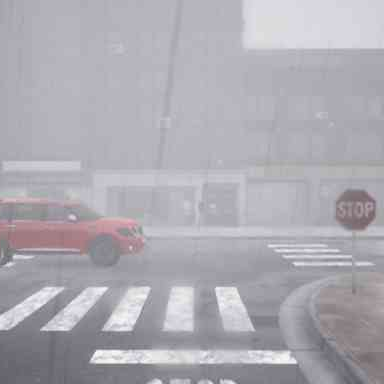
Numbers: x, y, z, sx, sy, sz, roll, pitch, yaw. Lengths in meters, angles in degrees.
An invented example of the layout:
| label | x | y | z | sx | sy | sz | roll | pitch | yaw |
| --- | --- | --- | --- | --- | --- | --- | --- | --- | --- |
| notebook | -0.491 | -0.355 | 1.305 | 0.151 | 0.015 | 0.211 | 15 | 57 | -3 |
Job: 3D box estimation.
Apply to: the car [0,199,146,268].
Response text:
| label | x | y | z | sx | sy | sz | roll | pitch | yaw |
| --- | --- | --- | --- | --- | --- | --- | --- | --- | --- |
| car | -4.372 | 1.260 | 11.011 | 5.566 | 2.045 | 2.150 | 0 | 0 | 0 |
